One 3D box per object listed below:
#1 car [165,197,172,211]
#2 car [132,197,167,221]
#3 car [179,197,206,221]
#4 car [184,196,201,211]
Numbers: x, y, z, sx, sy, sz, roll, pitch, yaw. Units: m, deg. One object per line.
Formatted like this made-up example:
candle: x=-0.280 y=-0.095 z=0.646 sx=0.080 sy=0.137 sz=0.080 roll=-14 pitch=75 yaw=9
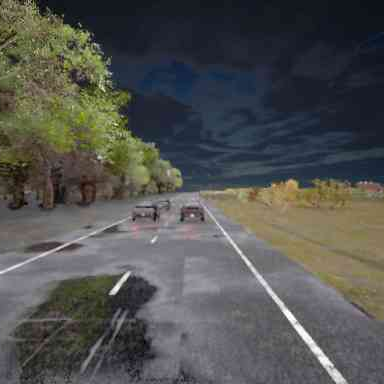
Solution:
car: x=-3.439 y=1.375 z=39.295 sx=2.128 sy=1.511 sz=4.902 roll=0 pitch=0 yaw=1
car: x=-3.475 y=1.416 z=26.179 sx=2.128 sy=1.511 sz=4.902 roll=0 pitch=0 yaw=0
car: x=0.024 y=1.430 z=26.168 sx=1.837 sy=1.490 sz=4.892 roll=0 pitch=1 yaw=0
car: x=0.068 y=1.357 z=40.208 sx=1.882 sy=1.535 sz=5.008 roll=0 pitch=0 yaw=1
